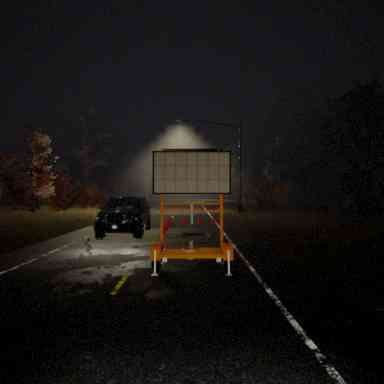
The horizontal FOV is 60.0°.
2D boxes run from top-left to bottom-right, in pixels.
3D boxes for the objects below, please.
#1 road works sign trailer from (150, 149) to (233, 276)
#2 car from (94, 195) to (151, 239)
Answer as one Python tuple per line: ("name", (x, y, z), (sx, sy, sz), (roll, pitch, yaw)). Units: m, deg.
("road works sign trailer", (-0.004, 0.464, 10.335), (2.380, 3.560, 2.880), (0, 0, 0))
("car", (-3.504, 1.220, 17.788), (2.150, 2.045, 5.566), (0, 0, 0))
